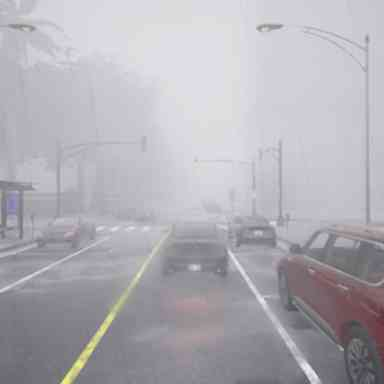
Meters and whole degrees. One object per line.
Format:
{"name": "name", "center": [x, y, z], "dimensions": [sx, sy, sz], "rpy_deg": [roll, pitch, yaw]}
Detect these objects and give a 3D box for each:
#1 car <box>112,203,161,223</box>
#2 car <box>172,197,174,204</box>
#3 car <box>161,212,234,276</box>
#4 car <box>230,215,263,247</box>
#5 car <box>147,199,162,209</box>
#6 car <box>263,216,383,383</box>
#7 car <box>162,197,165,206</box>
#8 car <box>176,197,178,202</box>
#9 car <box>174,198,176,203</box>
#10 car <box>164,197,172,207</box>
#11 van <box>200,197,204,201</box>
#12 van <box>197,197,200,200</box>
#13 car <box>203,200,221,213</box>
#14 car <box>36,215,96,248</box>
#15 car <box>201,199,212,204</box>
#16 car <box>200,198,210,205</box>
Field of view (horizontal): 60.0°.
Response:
{"name": "car", "center": [-5.027, 1.842, 28.481], "dimensions": [1.994, 1.385, 4.181], "rpy_deg": [2, -1, -45]}
{"name": "car", "center": [-5.839, 2.141, 74.764], "dimensions": [2.192, 1.841, 5.009], "rpy_deg": [0, -1, 0]}
{"name": "car", "center": [0.078, 1.632, 10.721], "dimensions": [1.837, 1.490, 4.892], "rpy_deg": [0, 0, 0]}
{"name": "car", "center": [2.745, 1.749, 15.795], "dimensions": [1.947, 1.339, 4.313], "rpy_deg": [0, -1, 0]}
{"name": "car", "center": [-5.812, 2.089, 47.662], "dimensions": [2.008, 1.369, 4.403], "rpy_deg": [0, -1, 0]}
{"name": "car", "center": [2.754, 1.374, 4.948], "dimensions": [2.192, 1.841, 5.009], "rpy_deg": [0, -1, 0]}
{"name": "car", "center": [-5.818, 2.037, 53.083], "dimensions": [1.967, 1.590, 4.097], "rpy_deg": [0, -1, 0]}
{"name": "car", "center": [-5.855, 2.307, 91.024], "dimensions": [2.192, 1.841, 5.009], "rpy_deg": [0, -1, 0]}
{"name": "car", "center": [-5.849, 2.461, 85.432], "dimensions": [1.752, 1.417, 4.829], "rpy_deg": [0, -1, 0]}
{"name": "car", "center": [-5.834, 2.210, 69.343], "dimensions": [1.967, 1.590, 4.097], "rpy_deg": [0, -1, 0]}
{"name": "van", "center": [2.702, 1.996, 58.493], "dimensions": [1.690, 1.788, 3.998], "rpy_deg": [0, -1, 0]}
{"name": "van", "center": [2.681, 2.223, 80.173], "dimensions": [1.690, 1.788, 3.998], "rpy_deg": [0, -1, 0]}
{"name": "car", "center": [2.719, 2.044, 42.230], "dimensions": [1.947, 1.339, 4.313], "rpy_deg": [0, -1, 0]}
{"name": "car", "center": [-5.781, 1.765, 15.804], "dimensions": [1.802, 1.307, 4.206], "rpy_deg": [0, -1, 0]}
{"name": "car", "center": [2.713, 2.104, 47.650], "dimensions": [1.947, 1.339, 4.313], "rpy_deg": [0, -1, 0]}
{"name": "car", "center": [2.708, 2.124, 53.241], "dimensions": [1.752, 1.417, 4.829], "rpy_deg": [0, -1, 0]}
